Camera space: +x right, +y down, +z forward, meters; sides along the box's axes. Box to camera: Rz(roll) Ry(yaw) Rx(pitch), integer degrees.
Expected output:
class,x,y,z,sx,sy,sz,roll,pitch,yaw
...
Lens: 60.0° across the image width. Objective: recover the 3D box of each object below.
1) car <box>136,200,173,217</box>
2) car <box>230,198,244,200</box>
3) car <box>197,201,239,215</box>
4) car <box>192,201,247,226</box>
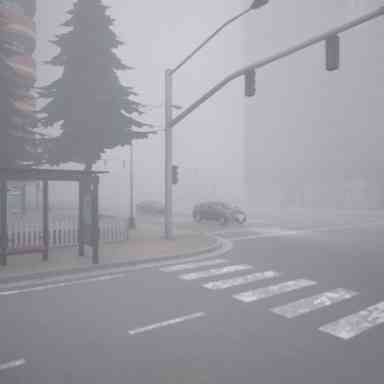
class,x,y,z,sx,sy,sz,roll,pitch,yaw
car,-3.712,1.541,32.278,1.882,1.535,5.008,0,0,-35
car,2.137,1.542,30.071,1.882,1.535,5.008,0,0,-35
car,2.697,1.667,35.646,1.895,1.301,4.718,0,0,-36
car,1.906,1.555,24.279,2.128,1.511,4.902,0,0,-34
